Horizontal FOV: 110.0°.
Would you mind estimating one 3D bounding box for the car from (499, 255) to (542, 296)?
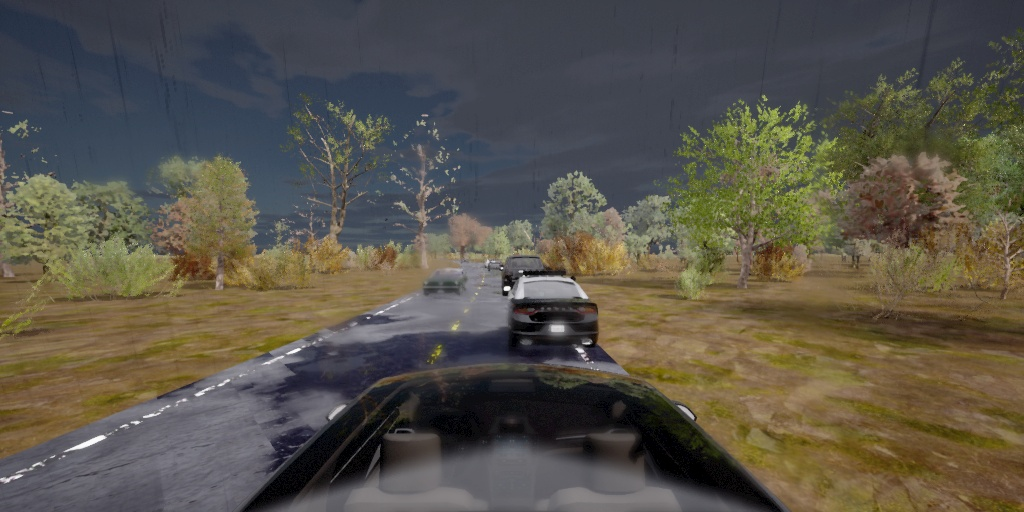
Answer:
[{"bbox_3d":[0.531,0.972,19.343,2.150,2.045,5.566,0,0,-2],"label":"car"}]

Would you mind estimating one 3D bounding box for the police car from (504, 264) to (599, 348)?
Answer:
[{"bbox_3d":[0.820,1.174,9.378,1.930,1.638,5.238,0,0,-1],"label":"police car"}]

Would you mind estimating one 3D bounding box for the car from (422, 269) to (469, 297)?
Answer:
[{"bbox_3d":[-3.406,1.349,18.978,1.895,1.301,4.718,0,0,-2],"label":"car"}]

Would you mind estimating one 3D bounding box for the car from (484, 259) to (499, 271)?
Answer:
[{"bbox_3d":[-2.312,1.240,48.030,2.128,1.511,4.902,0,0,-5],"label":"car"}]

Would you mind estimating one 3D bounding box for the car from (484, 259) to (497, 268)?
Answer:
[{"bbox_3d":[-3.593,1.278,59.828,1.812,1.442,4.674,0,0,-8],"label":"car"}]
